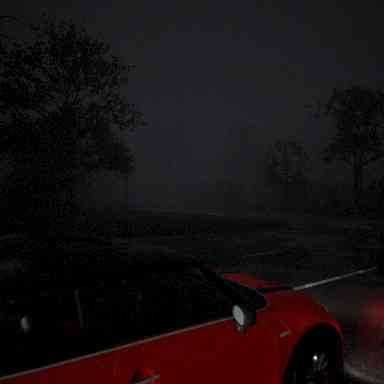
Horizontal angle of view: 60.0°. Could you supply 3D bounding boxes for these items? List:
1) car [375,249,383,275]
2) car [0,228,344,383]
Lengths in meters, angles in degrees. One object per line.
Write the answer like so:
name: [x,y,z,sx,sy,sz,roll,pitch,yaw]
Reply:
car: [6.736,1.601,8.519,4.718,1.301,1.895,0,0,-36]
car: [-0.468,1.352,3.386,4.553,1.767,2.097,0,0,-35]
